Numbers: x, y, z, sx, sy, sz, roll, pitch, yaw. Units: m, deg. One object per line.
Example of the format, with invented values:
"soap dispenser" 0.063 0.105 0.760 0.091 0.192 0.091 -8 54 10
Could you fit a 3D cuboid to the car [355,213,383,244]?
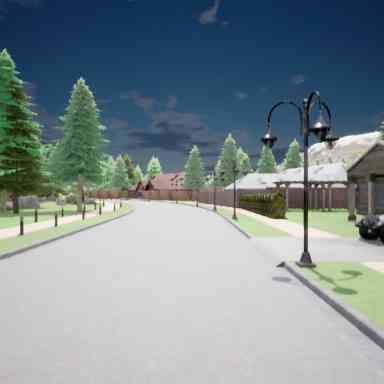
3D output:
"car" 8.942 1.155 13.514 3.866 1.878 1.905 0 0 0
